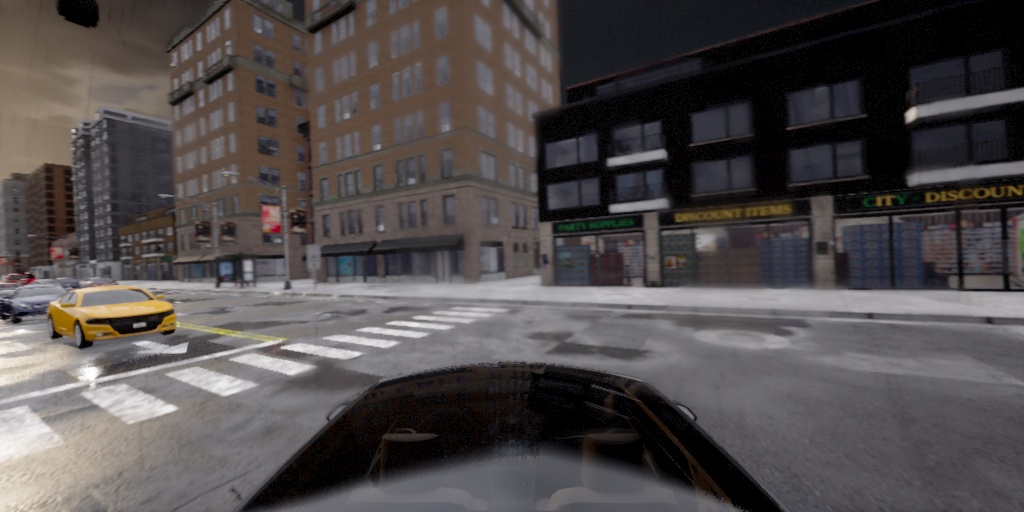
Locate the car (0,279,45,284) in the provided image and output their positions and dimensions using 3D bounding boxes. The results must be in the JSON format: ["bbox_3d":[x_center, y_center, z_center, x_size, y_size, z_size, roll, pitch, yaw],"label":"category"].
[{"bbox_3d":[-29.849,2.325,21.046,4.902,1.511,2.128,-2,0,30],"label":"car"}]

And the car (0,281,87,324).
[{"bbox_3d":[-20.881,2.030,15.887,4.674,1.442,1.812,-2,0,30],"label":"car"}]

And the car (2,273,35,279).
[{"bbox_3d":[-51.953,2.859,37.721,5.566,2.045,2.150,-2,0,30],"label":"car"}]

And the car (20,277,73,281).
[{"bbox_3d":[-40.782,2.772,31.311,5.357,1.411,2.033,-2,0,30],"label":"car"}]

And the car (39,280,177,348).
[{"bbox_3d":[-12.162,1.663,10.871,5.008,1.535,1.882,-2,0,30],"label":"car"}]

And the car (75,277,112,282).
[{"bbox_3d":[-39.545,2.730,34.342,4.181,1.385,1.994,-2,0,30],"label":"car"}]
